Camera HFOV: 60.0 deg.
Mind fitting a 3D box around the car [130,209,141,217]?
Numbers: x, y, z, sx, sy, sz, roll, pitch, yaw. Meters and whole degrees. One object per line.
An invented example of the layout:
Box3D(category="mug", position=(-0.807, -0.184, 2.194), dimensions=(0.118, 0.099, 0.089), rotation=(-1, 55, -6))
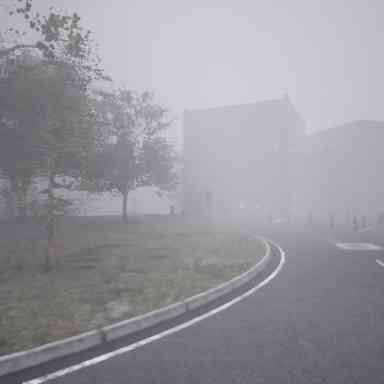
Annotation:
Box3D(category="car", position=(-12.412, 4.689, 73.575), dimensions=(2.163, 1.488, 4.792), rotation=(0, -5, -8))

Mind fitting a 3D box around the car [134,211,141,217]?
Box3D(category="car", position=(-14.694, 6.015, 89.906), dimensions=(2.002, 1.452, 4.674), rotation=(0, -5, -8))

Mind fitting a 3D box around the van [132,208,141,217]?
Box3D(category="van", position=(-13.190, 4.880, 79.136), dimensions=(1.878, 1.987, 4.442), rotation=(0, -5, -8))

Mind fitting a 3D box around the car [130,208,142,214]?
Box3D(category="car", position=(-11.637, 4.262, 68.151), dimensions=(2.002, 1.452, 4.674), rotation=(2, -5, -8))
